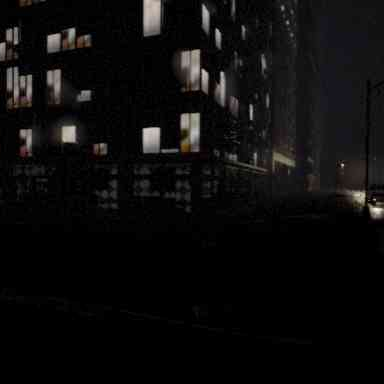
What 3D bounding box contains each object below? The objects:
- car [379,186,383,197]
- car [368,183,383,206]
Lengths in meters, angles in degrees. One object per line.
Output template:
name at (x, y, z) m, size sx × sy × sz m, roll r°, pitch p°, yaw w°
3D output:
car at (28.457, -0.090, 48.240) m, size 1.882 × 1.535 × 5.008 m, roll 1°, pitch 2°, yaw 24°
car at (17.630, 0.179, 30.768) m, size 2.150 × 2.045 × 5.566 m, roll 1°, pitch 2°, yaw 23°
